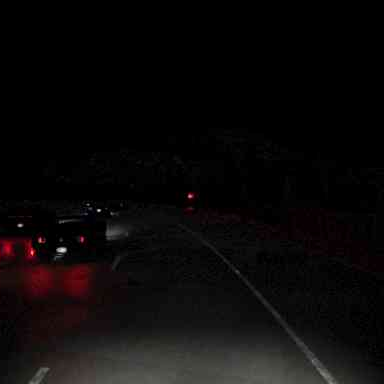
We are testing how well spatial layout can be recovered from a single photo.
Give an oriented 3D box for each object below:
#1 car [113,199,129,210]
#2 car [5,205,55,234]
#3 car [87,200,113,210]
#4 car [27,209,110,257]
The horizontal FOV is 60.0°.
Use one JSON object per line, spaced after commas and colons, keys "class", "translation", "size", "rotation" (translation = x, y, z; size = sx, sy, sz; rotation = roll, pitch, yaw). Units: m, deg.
{"class": "car", "translation": [-9.339, 1.544, 41.913], "size": [1.994, 1.385, 4.181], "rotation": [0, 0, -24]}
{"class": "car", "translation": [-9.217, 1.479, 19.280], "size": [2.128, 1.511, 4.902], "rotation": [0, 0, -12]}
{"class": "car", "translation": [-8.534, 1.544, 30.159], "size": [1.994, 1.385, 4.181], "rotation": [0, 0, -18]}
{"class": "car", "translation": [-4.521, 1.584, 13.013], "size": [1.895, 1.301, 4.718], "rotation": [0, 0, -8]}
